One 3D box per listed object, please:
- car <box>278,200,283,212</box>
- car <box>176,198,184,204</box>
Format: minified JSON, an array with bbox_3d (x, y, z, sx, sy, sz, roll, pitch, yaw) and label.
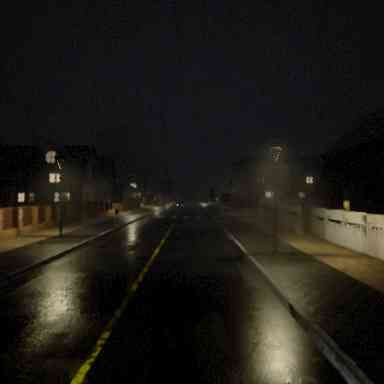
[{"bbox_3d":[11.395,1.557,36.862,4.902,1.511,2.128,-1,0,0],"label":"car"},{"bbox_3d":[-2.732,2.171,78.904,2.033,1.411,5.357,0,-1,0],"label":"car"}]
